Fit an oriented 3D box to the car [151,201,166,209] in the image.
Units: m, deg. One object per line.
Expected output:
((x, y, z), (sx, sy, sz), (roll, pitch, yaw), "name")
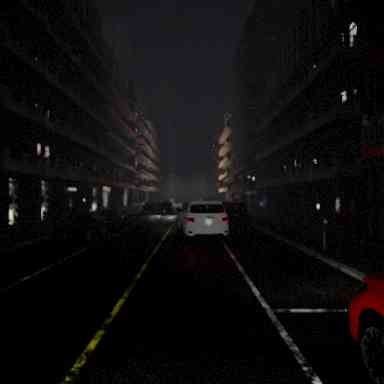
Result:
((-5.698, 2.194, 56.878), (2.008, 1.369, 4.403), (0, -1, 0), "car")

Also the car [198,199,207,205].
((2.678, 2.526, 85.292), (2.008, 1.369, 4.403), (0, -1, 0), "car")

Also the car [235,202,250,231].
((2.689, 1.570, 22.792), (2.192, 1.841, 5.009), (0, -1, 0), "car")

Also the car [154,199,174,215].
((-3.103, 1.951, 39.622), (1.837, 1.490, 4.892), (0, -1, 0), "car")

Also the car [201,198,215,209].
((2.683, 1.959, 56.884), (2.192, 1.841, 5.009), (0, -1, 0), "car")

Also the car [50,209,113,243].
((-5.690, 1.736, 17.103), (1.887, 1.381, 4.507), (0, -1, 0), "car")

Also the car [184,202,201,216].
((0.092, 1.921, 39.410), (1.882, 1.535, 5.008), (0, -1, 0), "car")

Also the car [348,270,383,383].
((3.106, 1.252, 1.967), (2.150, 2.045, 5.566), (0, -1, 0), "car")

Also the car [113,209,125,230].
((-5.692, 1.837, 22.785), (1.802, 1.307, 4.206), (0, -1, 0), "car")

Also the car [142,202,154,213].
((-5.696, 2.058, 45.514), (1.887, 1.381, 4.507), (0, -1, 0), "car")

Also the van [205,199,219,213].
((2.685, 1.855, 45.520), (1.690, 1.788, 3.998), (0, -1, 0), "van")

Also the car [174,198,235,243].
((0.442, 1.418, 17.515), (2.150, 2.045, 5.566), (0, -1, -6), "car")

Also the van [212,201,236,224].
((2.688, 1.661, 28.474), (1.690, 1.788, 3.998), (0, -1, 0), "van")

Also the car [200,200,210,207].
((2.680, 2.341, 68.245), (1.947, 1.339, 4.313), (0, -1, 0), "car")

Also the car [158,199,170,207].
((-5.700, 2.215, 68.243), (1.967, 1.590, 4.097), (0, -1, 0), "car")
